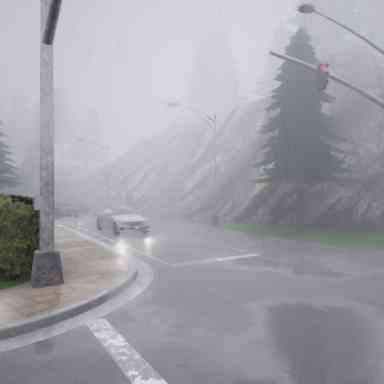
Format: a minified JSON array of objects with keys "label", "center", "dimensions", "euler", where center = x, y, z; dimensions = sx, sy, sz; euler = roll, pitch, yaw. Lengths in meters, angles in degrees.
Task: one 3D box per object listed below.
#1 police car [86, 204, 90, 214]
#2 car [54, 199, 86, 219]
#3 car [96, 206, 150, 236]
[{"label":"police car","center":[-12.724,1.508,35.237],"dimensions":[2.038,1.542,4.974],"euler":[0,0,-42]},{"label":"car","center":[-11.328,1.504,28.713],"dimensions":[1.837,1.490,4.892],"euler":[0,0,-42]},{"label":"car","center":[-4.048,1.526,18.857],"dimensions":[1.812,1.442,4.674],"euler":[0,0,-33]}]
